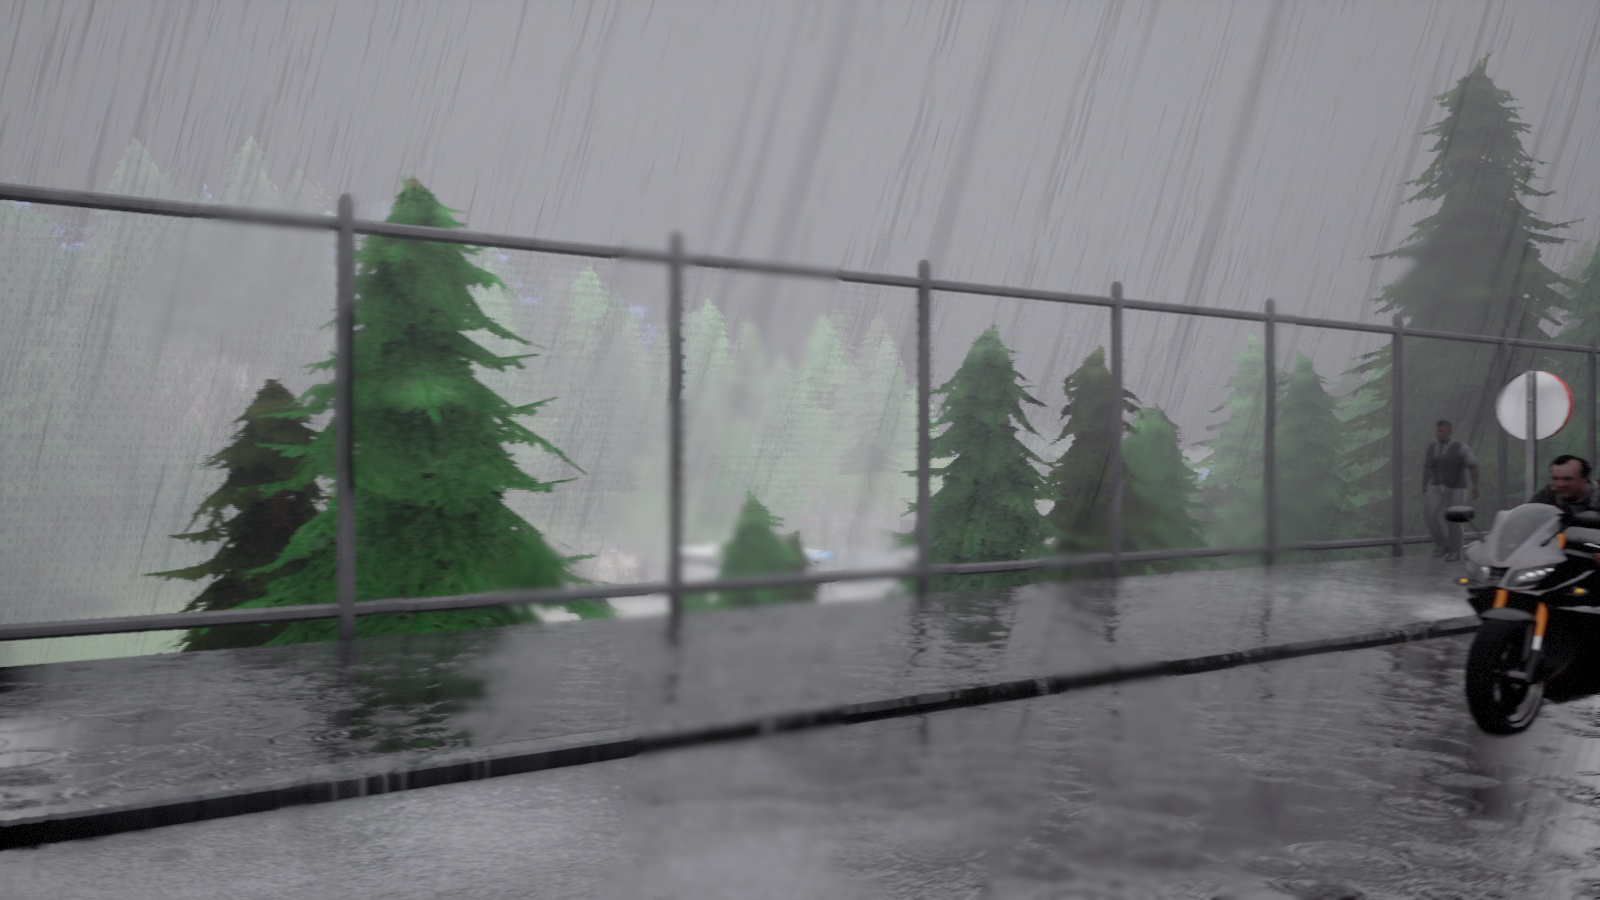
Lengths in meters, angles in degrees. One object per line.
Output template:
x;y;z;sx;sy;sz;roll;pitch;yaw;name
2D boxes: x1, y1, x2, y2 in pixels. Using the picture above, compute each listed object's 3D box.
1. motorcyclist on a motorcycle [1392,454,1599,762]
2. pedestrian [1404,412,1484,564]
4.441;0.787;7.204;2.191;1.530;0.866;0;0;-33;motorcyclist on a motorcycle
8.231;0.475;16.052;0.849;1.883;0.563;0;0;-34;pedestrian
